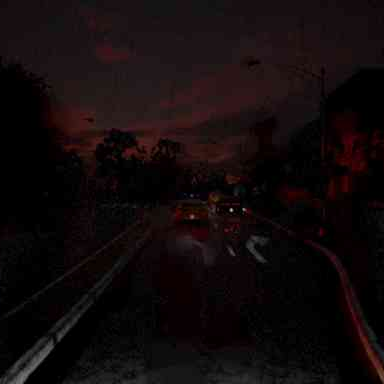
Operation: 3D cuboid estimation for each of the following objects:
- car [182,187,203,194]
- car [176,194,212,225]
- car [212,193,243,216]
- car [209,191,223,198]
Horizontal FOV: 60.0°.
[{"bbox_3d":[0.038,0.433,38.021,2.150,2.045,5.566,0,1,1],"label":"car"},{"bbox_3d":[0.008,1.171,21.198,1.882,1.535,5.008,0,2,0],"label":"car"},{"bbox_3d":[2.882,1.044,26.687,1.837,1.490,4.892,0,0,0],"label":"car"},{"bbox_3d":[3.105,0.621,41.138,1.882,1.535,5.008,0,1,3],"label":"car"}]
